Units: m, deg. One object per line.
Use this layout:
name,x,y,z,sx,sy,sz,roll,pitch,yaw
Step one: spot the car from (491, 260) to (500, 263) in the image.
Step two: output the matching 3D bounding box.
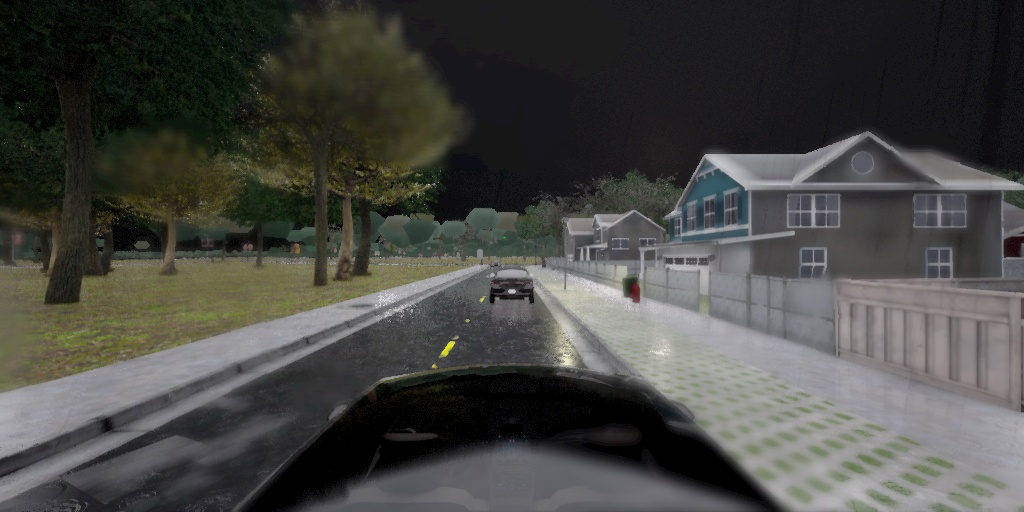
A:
car,-2.749,1.398,63.500,1.994,1.385,4.181,0,0,0

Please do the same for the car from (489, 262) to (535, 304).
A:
car,0.001,1.235,16.499,1.882,1.535,5.008,0,0,0
